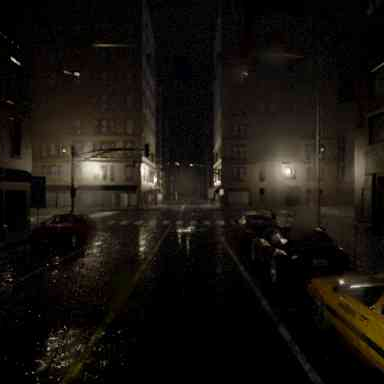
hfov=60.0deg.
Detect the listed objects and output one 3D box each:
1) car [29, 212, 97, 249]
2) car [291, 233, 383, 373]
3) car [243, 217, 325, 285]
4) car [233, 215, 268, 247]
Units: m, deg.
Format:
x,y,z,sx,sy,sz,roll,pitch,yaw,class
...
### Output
x,y,z,sx,sy,sz,roll,pitch,yaw,class
-5.674,1.633,15.101,1.887,1.381,4.507,-1,0,0,car
2.866,1.550,4.098,1.752,1.417,4.829,-1,0,0,car
2.869,1.622,9.514,1.947,1.339,4.313,-1,0,0,car
2.871,1.670,15.100,1.802,1.307,4.206,-1,0,0,car
